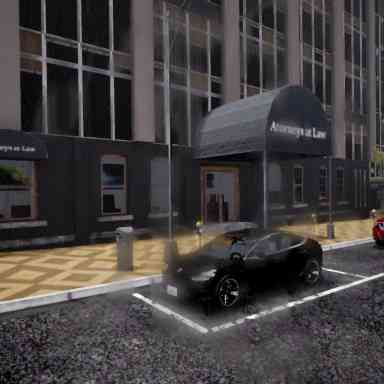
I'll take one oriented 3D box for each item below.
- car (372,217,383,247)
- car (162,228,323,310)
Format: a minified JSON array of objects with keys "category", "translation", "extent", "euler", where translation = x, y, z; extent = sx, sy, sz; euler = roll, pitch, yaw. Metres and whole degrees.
[{"category":"car","translation":[9.620,1.310,14.038],"extent":[5.009,1.841,2.192],"euler":[0,-1,-37]},{"category":"car","translation":[1.348,1.564,7.830],"extent":[4.313,1.339,1.947],"euler":[0,-1,-37]}]
